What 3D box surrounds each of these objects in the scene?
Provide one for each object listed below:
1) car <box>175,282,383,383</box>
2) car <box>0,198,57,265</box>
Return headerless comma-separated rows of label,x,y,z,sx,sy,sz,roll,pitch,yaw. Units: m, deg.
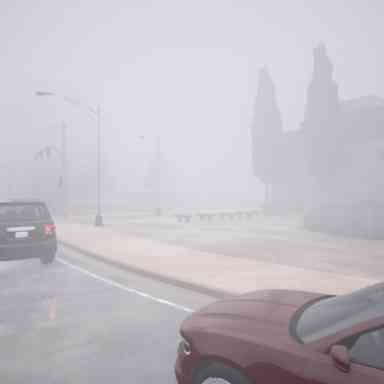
car,2.128,1.478,2.676,5.008,1.535,1.882,0,0,36
car,-6.161,1.222,10.934,2.150,2.045,5.566,0,0,-38
